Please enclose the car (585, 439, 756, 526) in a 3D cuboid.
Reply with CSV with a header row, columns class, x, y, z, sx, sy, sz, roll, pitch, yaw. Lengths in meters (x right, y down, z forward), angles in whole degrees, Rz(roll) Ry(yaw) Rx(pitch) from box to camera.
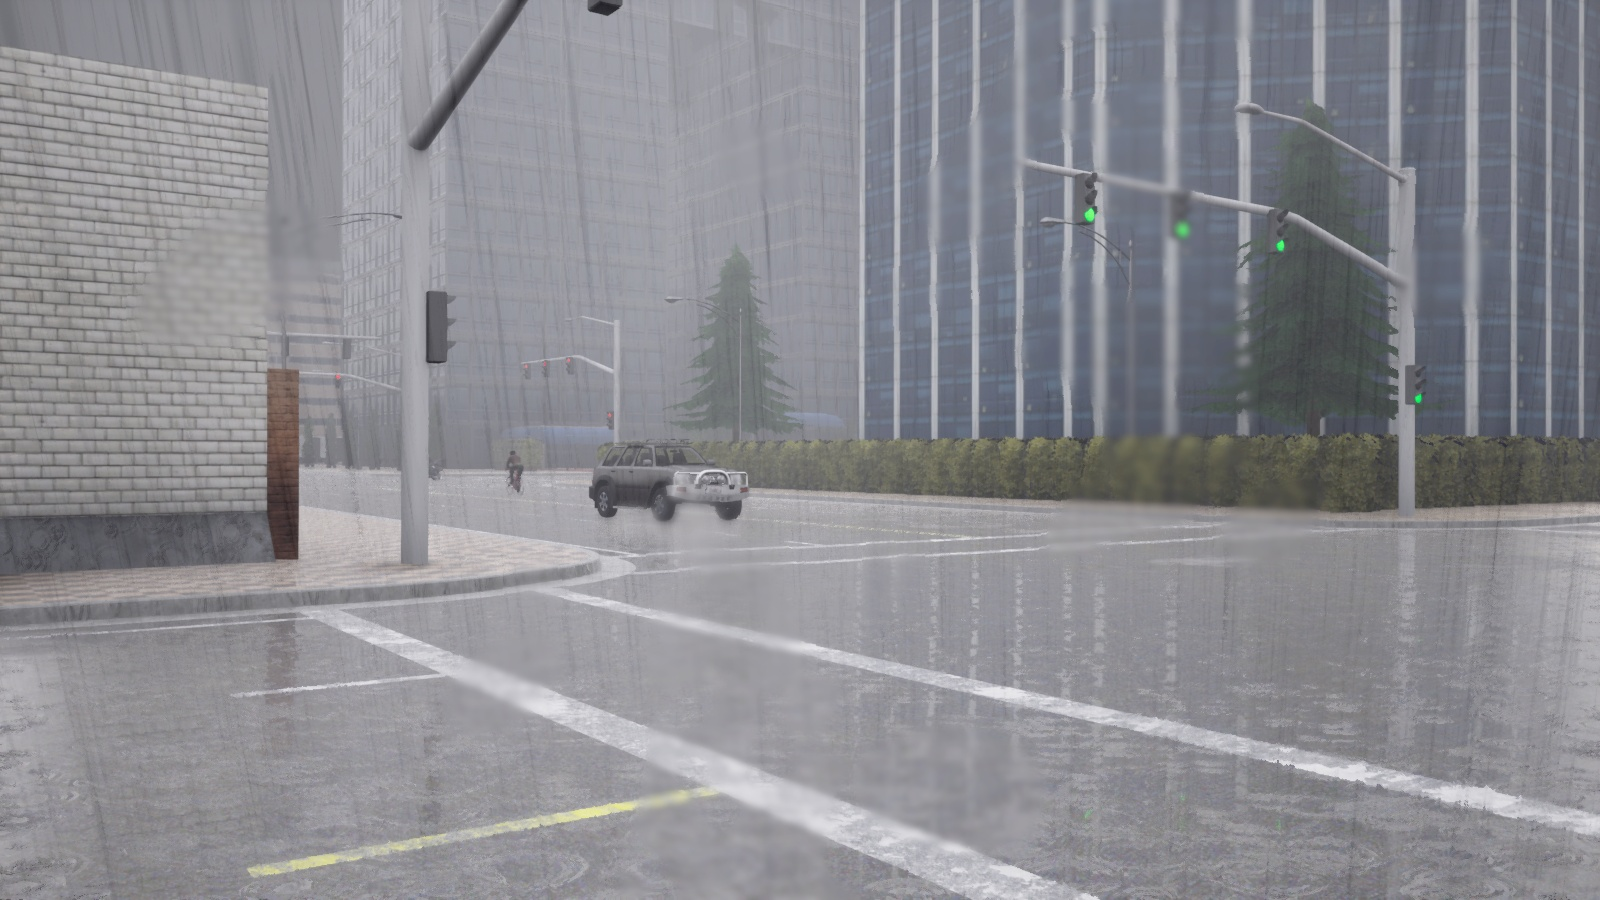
class,x,y,z,sx,sy,sz,roll,pitch,yaw
car,-3.097,0.695,29.092,1.932,1.855,4.605,0,0,-35
